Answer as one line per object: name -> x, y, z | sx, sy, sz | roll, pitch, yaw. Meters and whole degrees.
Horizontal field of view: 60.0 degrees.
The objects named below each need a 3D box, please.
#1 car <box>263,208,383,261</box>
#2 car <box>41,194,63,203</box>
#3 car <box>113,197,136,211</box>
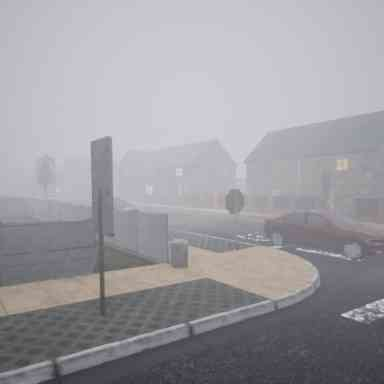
car -> 5.011, 1.435, 12.639 | 1.882, 1.535, 5.008 | -2, 2, -36
car -> -18.314, 0.964, 43.329 | 1.812, 1.442, 4.674 | -2, 2, -39
car -> -6.411, 1.184, 28.129 | 2.128, 1.511, 4.902 | -2, 2, -37
